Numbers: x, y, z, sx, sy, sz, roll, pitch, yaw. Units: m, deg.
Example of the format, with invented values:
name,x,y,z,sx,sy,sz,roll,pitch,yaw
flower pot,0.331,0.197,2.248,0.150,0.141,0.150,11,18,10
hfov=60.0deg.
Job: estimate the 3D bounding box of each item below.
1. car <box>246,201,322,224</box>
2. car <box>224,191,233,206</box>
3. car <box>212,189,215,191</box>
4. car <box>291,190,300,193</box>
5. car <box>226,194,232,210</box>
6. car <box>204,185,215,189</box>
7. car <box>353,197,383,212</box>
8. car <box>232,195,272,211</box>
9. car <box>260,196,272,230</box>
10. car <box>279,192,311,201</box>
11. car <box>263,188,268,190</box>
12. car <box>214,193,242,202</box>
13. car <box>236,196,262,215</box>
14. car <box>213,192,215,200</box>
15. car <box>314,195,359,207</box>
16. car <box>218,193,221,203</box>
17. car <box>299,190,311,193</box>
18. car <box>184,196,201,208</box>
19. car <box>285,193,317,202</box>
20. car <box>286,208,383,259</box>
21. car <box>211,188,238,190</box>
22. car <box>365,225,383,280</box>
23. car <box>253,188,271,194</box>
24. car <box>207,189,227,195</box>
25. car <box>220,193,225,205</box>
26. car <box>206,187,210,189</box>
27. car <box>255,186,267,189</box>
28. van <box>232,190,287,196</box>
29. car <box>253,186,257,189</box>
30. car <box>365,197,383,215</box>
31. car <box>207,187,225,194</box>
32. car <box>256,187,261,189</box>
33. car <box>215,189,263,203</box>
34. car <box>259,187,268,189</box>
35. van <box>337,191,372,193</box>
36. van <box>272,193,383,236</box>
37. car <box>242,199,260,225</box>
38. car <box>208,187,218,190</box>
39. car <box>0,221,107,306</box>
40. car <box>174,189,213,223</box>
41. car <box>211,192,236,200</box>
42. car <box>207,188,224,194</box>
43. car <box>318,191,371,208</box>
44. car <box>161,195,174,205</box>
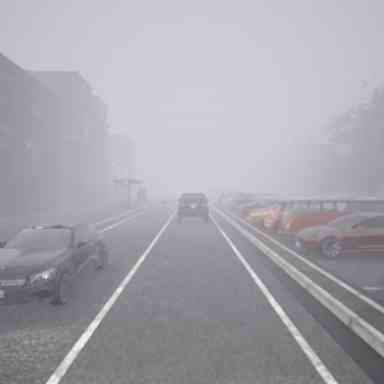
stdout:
name,x,y,z,sx,sy,sz,roll,pitch,yaw
car,6.226,1.390,22.965,4.674,1.452,2.002,0,0,0
car,6.240,1.105,37.005,4.553,1.767,2.185,0,1,0
car,6.388,0.781,61.947,4.553,1.767,2.185,0,1,0
car,19.446,0.767,56.496,5.566,2.045,2.435,0,1,0
car,6.268,1.258,34.098,4.892,1.521,2.231,0,0,0
car,6.461,-0.158,84.216,5.566,2.045,2.435,0,3,0
car,19.344,1.295,34.087,4.674,1.452,2.002,0,1,0
car,6.248,1.303,28.531,5.008,1.535,2.097,0,0,0
car,6.173,1.268,17.397,4.553,1.767,2.185,0,0,0
car,19.252,0.899,62.078,5.366,1.575,1.946,0,1,0
car,19.479,0.460,76.013,5.008,1.535,2.097,0,2,0
car,6.350,1.009,59.164,4.674,1.452,2.002,0,1,0
car,6.228,1.327,25.748,5.008,1.535,2.097,0,0,0
car,6.323,1.067,53.586,5.008,1.535,2.097,0,1,0
car,19.565,1.154,45.225,5.366,1.575,1.946,0,0,0
car,6.285,1.183,42.447,5.008,1.535,2.097,0,1,0
car,19.430,0.976,50.918,4.553,1.767,2.185,0,1,0
car,0.039,1.231,41.771,1.994,1.385,4.181,0,1,0
car,19.433,0.964,59.289,5.008,1.535,2.097,0,1,0
car,6.156,1.466,11.832,4.792,1.488,2.163,0,0,0
car,6.397,0.712,64.727,4.553,1.767,2.185,0,1,0
car,6.169,1.517,6.265,4.674,1.452,2.002,0,0,0
car,19.544,-0.343,92.726,4.674,1.452,2.002,0,3,0
car,6.437,-0.054,87.019,5.008,1.535,2.097,0,3,0
car,6.466,1.204,39.664,5.366,1.575,1.946,0,1,0
car,6.417,0.231,81.443,4.892,1.521,2.231,0,3,0
car,19.551,-0.028,87.037,4.792,1.488,2.163,0,3,0
van,6.369,1.054,31.312,4.442,1.987,1.878,0,0,0
car,19.535,-0.181,89.946,4.674,1.452,2.002,0,3,0
car,19.337,1.279,31.302,5.008,1.535,2.097,0,0,0
car,6.483,-0.334,89.787,4.553,1.767,2.185,0,3,0
car,19.698,0.086,84.247,5.366,1.575,1.946,0,3,0
car,6.328,0.907,45.228,5.566,2.045,2.435,0,1,0
car,19.689,0.223,81.455,5.366,1.575,1.946,0,3,0
van,19.244,0.980,39.654,4.442,1.987,1.878,0,1,0
van,6.078,1.189,14.676,4.442,1.987,1.878,0,0,0
car,6.029,1.369,20.182,5.366,1.575,1.946,0,0,0
car,6.363,0.448,73.084,4.553,1.767,2.185,0,2,0
car,-3.352,1.471,8.001,1.812,1.442,4.674,0,0,0
car,0.084,1.043,24.250,2.150,2.045,5.566,0,1,0
car,6.405,0.787,67.517,4.792,1.488,2.163,0,2,0
car,6.490,-0.342,92.577,4.792,1.488,2.163,0,3,0
car,19.342,0.930,42.439,5.566,2.045,2.435,0,1,0
car,-3.419,1.121,48.649,1.812,1.442,4.674,0,1,0
